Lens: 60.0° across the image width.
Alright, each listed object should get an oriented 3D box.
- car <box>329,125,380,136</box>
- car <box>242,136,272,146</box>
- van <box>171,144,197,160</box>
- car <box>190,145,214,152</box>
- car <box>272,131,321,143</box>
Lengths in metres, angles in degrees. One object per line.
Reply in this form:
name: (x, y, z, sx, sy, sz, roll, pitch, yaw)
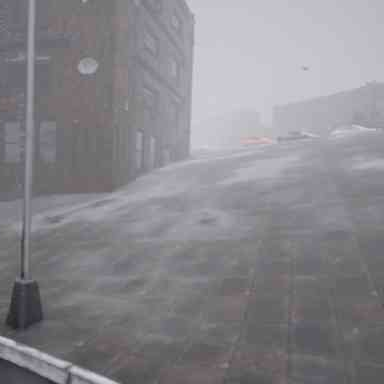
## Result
car: (13.738, -4.841, 27.922, 2.002, 1.452, 4.674, 1, 2, -33)
car: (7.666, -5.431, 37.313, 2.185, 1.767, 4.553, 1, 2, -33)
van: (-1.240, -6.123, 51.084, 1.878, 1.987, 4.442, 1, 1, -33)
car: (1.682, -5.707, 46.560, 2.231, 1.521, 4.892, 1, 2, -33)
car: (10.662, -5.224, 32.681, 2.185, 1.767, 4.553, 1, 2, -33)
